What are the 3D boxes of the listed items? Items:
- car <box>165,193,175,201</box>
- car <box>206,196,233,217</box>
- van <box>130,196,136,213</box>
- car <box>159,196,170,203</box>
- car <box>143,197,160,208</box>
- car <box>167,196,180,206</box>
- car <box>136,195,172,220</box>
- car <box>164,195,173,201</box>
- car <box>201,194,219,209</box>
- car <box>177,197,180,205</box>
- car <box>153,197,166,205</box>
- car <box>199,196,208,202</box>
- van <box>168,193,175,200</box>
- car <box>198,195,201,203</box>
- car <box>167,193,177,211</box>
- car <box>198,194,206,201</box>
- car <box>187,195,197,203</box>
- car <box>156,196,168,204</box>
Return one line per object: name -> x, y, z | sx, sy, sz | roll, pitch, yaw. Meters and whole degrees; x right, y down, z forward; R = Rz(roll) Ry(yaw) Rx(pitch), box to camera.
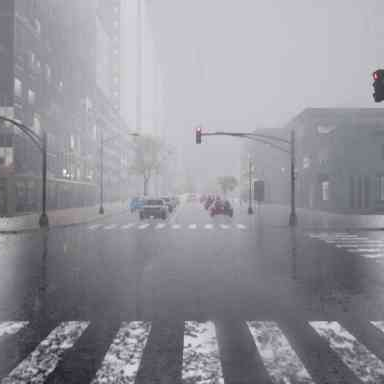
car -> -5.781, 1.307, 87.667 | 2.192, 1.841, 5.009 | 1, 0, 0
car -> 2.667, 1.439, 30.976 | 1.967, 1.590, 4.097 | 1, 0, 0
van -> -5.718, 1.340, 36.601 | 1.690, 1.788, 3.998 | 1, 0, 0
car -> -5.764, 1.560, 70.645 | 1.947, 1.339, 4.313 | 1, 0, 0
car -> -5.735, 1.523, 47.779 | 1.752, 1.417, 4.829 | 1, 0, 0
car -> -3.131, 1.474, 56.994 | 1.882, 1.535, 5.008 | 0, 0, 1
car -> -3.134, 1.351, 28.091 | 2.097, 1.767, 4.553 | 0, 0, 0
car -> -5.778, 1.544, 81.993 | 2.008, 1.369, 4.403 | 1, 0, 0
car -> 2.655, 1.313, 42.324 | 2.192, 1.841, 5.009 | 1, 0, 0
car -> -3.147, 1.489, 46.890 | 2.128, 1.511, 4.902 | 0, 0, 0
car -> -5.750, 1.578, 59.297 | 1.802, 1.307, 4.206 | 1, 0, 0
car -> 2.608, 1.559, 76.369 | 1.947, 1.339, 4.313 | 1, 0, 0
van -> -5.788, 1.332, 93.341 | 1.690, 1.788, 3.998 | 1, 0, 0
car -> 2.627, 1.310, 65.021 | 2.192, 1.841, 5.009 | 1, 0, 0
car -> -3.143, 1.350, 37.003 | 2.097, 1.767, 4.553 | 0, 0, 0
car -> 2.596, 1.432, 87.716 | 1.967, 1.590, 4.097 | 1, 0, 0
car -> 0.015, 1.347, 69.553 | 2.097, 1.767, 4.553 | 0, 0, 0
car -> -5.757, 1.561, 64.972 | 1.947, 1.339, 4.313 | 1, 0, 0
